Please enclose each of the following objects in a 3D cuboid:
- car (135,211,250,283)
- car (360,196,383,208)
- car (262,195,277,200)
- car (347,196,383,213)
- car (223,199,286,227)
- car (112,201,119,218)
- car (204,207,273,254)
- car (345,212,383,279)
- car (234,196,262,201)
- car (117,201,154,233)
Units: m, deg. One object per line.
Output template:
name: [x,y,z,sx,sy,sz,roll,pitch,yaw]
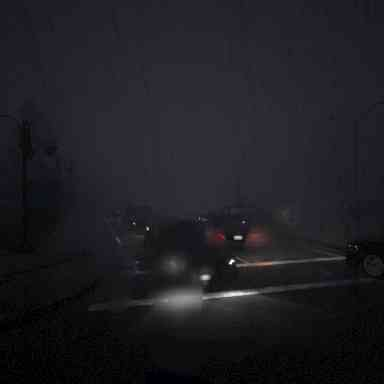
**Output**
car: [-0.371,1.543,10.104,2.033,1.411,5.357,0,0,-15]
car: [23.932,1.274,43.159,1.845,1.501,3.633,0,0,-17]
car: [10.378,1.278,47.098,2.152,1.636,5.027,0,0,-17]
car: [15.610,1.356,29.180,1.970,1.475,3.806,0,0,-17]
car: [2.853,1.467,19.895,5.357,1.411,2.033,-3,1,-15]
car: [-6.246,1.515,30.096,2.033,1.411,5.357,0,0,-17]
car: [1.352,1.538,13.388,2.033,1.411,5.357,0,0,-4]
car: [6.527,1.475,8.231,5.008,1.535,1.882,0,0,39]
car: [7.389,1.288,46.145,2.007,1.523,4.514,0,0,-17]
car: [-3.095,1.529,19.941,2.033,1.411,5.357,0,0,-17]
